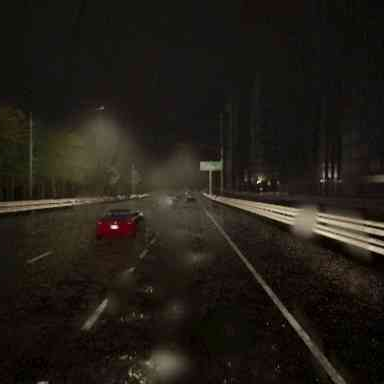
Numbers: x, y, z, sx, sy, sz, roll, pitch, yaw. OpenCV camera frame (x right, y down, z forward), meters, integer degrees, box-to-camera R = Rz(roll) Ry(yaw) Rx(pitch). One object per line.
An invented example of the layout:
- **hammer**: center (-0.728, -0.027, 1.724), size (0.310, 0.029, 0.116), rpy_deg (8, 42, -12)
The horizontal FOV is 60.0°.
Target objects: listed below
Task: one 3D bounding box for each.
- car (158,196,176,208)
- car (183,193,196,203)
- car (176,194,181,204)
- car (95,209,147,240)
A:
- **car**: center (-3.620, 1.521, 47.060), size (1.812, 1.442, 4.674), rpy_deg (0, 0, 0)
- **car**: center (-0.133, 1.469, 67.602), size (2.128, 1.511, 4.902), rpy_deg (0, 0, 0)
- **car**: center (-3.723, 1.530, 65.590), size (2.033, 1.411, 5.357), rpy_deg (0, 0, 0)
- **car**: center (-3.518, 1.564, 17.073), size (1.994, 1.385, 4.181), rpy_deg (0, 0, 0)
